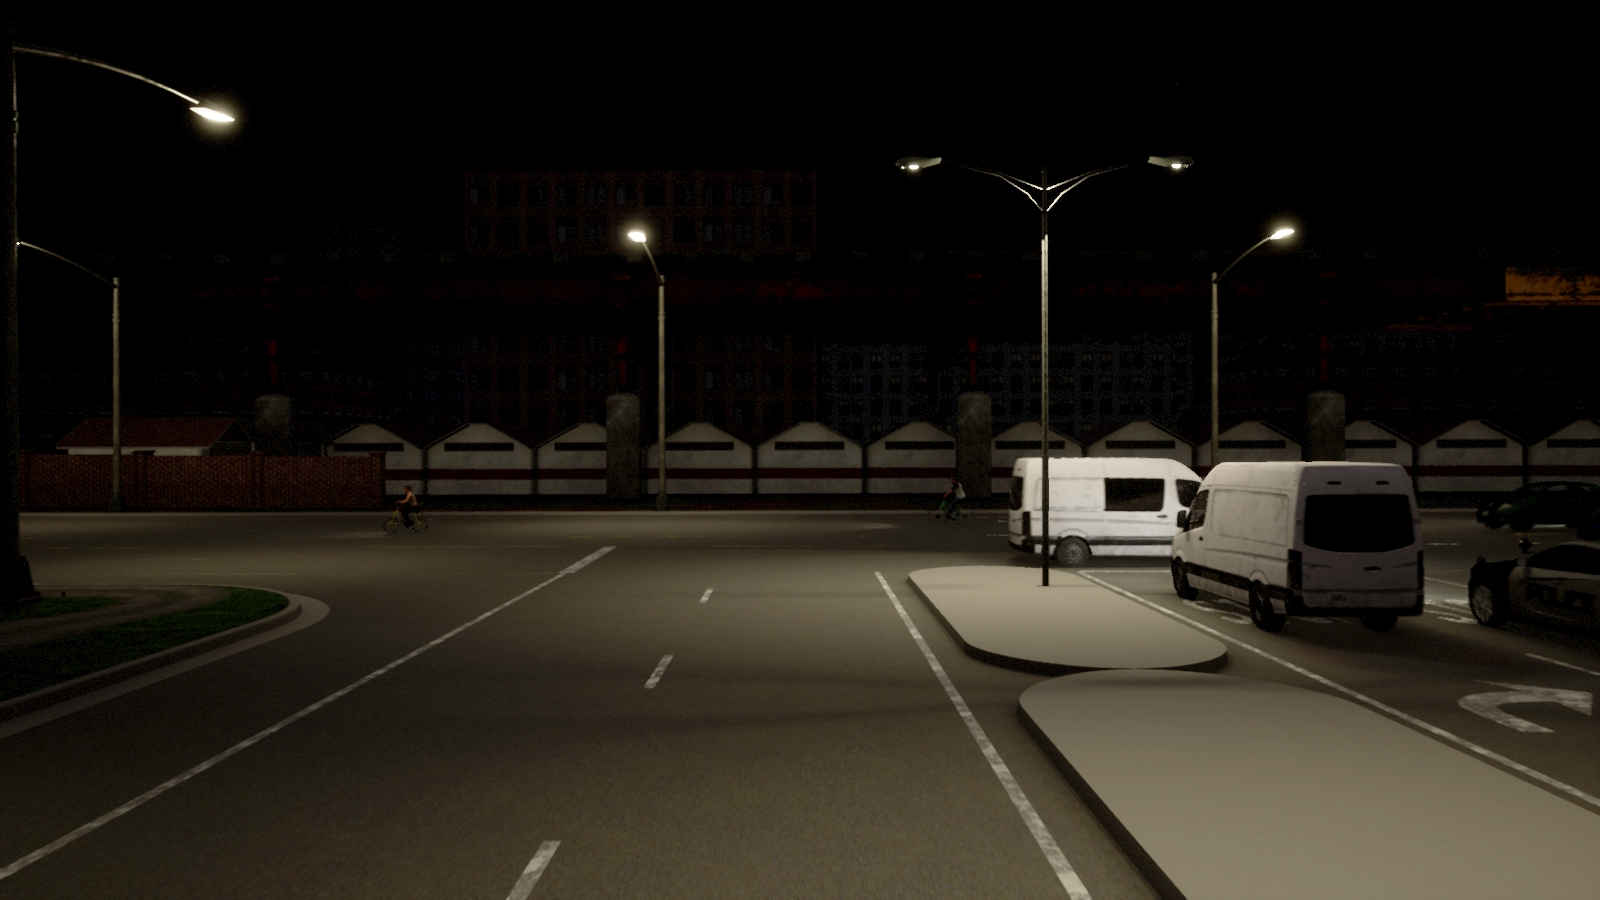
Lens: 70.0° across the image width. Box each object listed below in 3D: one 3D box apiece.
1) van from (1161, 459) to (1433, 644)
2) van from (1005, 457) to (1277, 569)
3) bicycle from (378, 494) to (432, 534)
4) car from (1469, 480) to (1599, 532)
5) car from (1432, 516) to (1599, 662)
[{"bbox_3d":[7.988,1.469,19.168,1.988,2.561,5.915,0,0,0],"label":"van"},{"bbox_3d":[8.041,1.454,27.336,5.915,2.561,1.988,0,0,0],"label":"van"},{"bbox_3d":[-13.090,2.115,37.905,1.487,1.301,0.859,0,0,0],"label":"bicycle"},{"bbox_3d":[24.666,1.845,37.769,3.988,1.617,1.851,0,0,0],"label":"car"},{"bbox_3d":[11.376,1.912,16.054,2.097,1.638,5.238,0,0,0],"label":"car"}]
